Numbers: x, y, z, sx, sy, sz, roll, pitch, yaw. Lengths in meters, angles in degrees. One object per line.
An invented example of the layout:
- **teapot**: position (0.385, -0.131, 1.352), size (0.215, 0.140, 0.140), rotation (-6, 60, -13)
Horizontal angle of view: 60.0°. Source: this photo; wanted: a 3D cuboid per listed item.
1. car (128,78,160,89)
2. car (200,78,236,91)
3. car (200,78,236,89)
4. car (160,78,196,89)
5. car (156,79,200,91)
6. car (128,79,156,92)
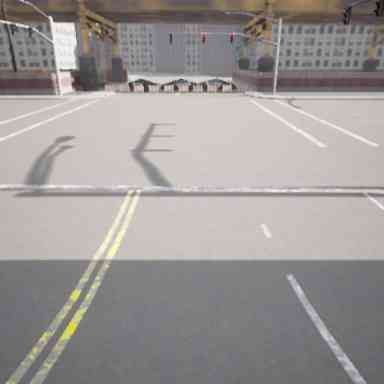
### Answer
- **car**: position (-6.471, -14.543, 44.516), size (4.536, 1.218, 1.853), rotation (20, 29, 41)
- **car**: position (3.556, -14.591, 45.076), size (4.974, 1.542, 2.038), rotation (12, 24, 28)
- **car**: position (3.511, -14.747, 45.043), size (4.536, 1.218, 1.853), rotation (12, 24, 28)
- **car**: position (-1.785, -14.506, 44.424), size (4.536, 1.218, 1.853), rotation (-14, 25, -32)
- **car**: position (-1.827, -14.348, 44.453), size (4.974, 1.542, 2.038), rotation (-14, 25, -32)
- **car**: position (-6.434, -14.383, 44.539), size (4.974, 1.542, 2.038), rotation (20, 29, 41)
